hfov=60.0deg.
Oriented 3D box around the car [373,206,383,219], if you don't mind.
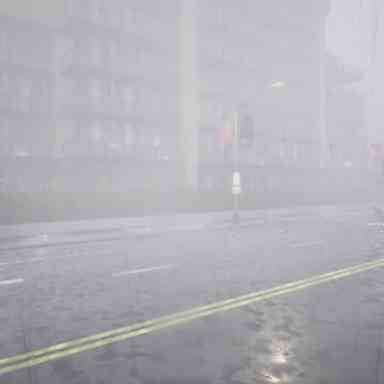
[{"bbox_3d":[15.037,1.260,23.319,1.812,1.442,4.674,-1,0,-15],"label":"car"}]
